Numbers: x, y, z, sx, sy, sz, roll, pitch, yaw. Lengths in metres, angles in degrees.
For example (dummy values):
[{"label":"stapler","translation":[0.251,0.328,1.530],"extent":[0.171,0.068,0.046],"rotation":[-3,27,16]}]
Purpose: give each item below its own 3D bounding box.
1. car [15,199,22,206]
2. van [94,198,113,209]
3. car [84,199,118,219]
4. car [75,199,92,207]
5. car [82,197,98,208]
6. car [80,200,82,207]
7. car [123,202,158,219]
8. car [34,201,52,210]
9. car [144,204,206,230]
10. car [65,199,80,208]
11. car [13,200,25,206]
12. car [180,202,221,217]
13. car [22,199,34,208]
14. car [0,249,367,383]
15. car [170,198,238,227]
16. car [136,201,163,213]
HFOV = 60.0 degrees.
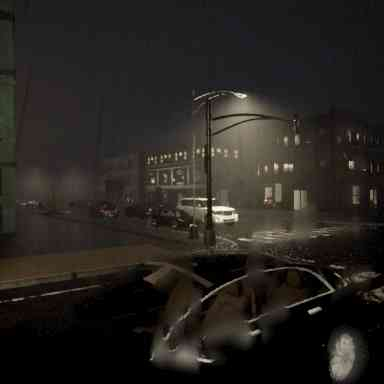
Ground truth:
[{"label":"car","translation":[-38.228,2.380,75.086],"extent":[1.967,1.590,4.097],"rotation":[-1,0,-36]},{"label":"van","translation":[-15.317,1.907,57.450],"extent":[1.690,1.788,3.998],"rotation":[-1,0,-36]},{"label":"car","translation":[-9.253,1.847,34.564],"extent":[1.967,1.590,4.097],"rotation":[-1,0,-36]},{"label":"car","translation":[-21.752,2.228,66.455],"extent":[1.887,1.381,4.507],"rotation":[-1,0,-36]},{"label":"car","translation":[-15.411,2.032,53.147],"extent":[1.882,1.535,5.008],"rotation":[-1,0,-35]},{"label":"car","translation":[-18.538,1.940,61.952],"extent":[2.192,1.841,5.009],"rotation":[-1,0,-36]},{"label":"car","translation":[-5.010,1.886,33.103],"extent":[2.033,1.411,5.357],"rotation":[-1,0,-36]},{"label":"car","translation":[-25.249,2.233,56.939],"extent":[1.752,1.417,4.829],"rotation":[-1,0,-36]},{"label":"car","translation":[-1.277,1.815,23.207],"extent":[1.947,1.339,4.313],"rotation":[-2,0,-36]},{"label":"car","translation":[-21.472,2.230,61.626],"extent":[1.994,1.385,4.181],"rotation":[-1,0,-36]},{"label":"car","translation":[-41.446,2.547,79.590],"extent":[2.008,1.369,4.403],"rotation":[-1,0,-36]},{"label":"car","translation":[0.785,1.810,34.938],"extent":[2.008,1.369,4.403],"rotation":[-2,0,-36]},{"label":"car","translation":[-31.787,2.376,66.083],"extent":[2.008,1.369,4.403],"rotation":[-1,0,-36]},{"label":"car","translation":[0.079,1.504,3.747],"extent":[4.892,1.490,1.837],"rotation":[0,0,-36]},{"label":"car","translation":[0.942,1.443,24.776],"extent":[2.150,2.045,5.566],"rotation":[-1,0,-35]},{"label":"car","translation":[-5.652,1.966,43.943],"extent":[1.802,1.307,4.206],"rotation":[-2,0,-36]}]
